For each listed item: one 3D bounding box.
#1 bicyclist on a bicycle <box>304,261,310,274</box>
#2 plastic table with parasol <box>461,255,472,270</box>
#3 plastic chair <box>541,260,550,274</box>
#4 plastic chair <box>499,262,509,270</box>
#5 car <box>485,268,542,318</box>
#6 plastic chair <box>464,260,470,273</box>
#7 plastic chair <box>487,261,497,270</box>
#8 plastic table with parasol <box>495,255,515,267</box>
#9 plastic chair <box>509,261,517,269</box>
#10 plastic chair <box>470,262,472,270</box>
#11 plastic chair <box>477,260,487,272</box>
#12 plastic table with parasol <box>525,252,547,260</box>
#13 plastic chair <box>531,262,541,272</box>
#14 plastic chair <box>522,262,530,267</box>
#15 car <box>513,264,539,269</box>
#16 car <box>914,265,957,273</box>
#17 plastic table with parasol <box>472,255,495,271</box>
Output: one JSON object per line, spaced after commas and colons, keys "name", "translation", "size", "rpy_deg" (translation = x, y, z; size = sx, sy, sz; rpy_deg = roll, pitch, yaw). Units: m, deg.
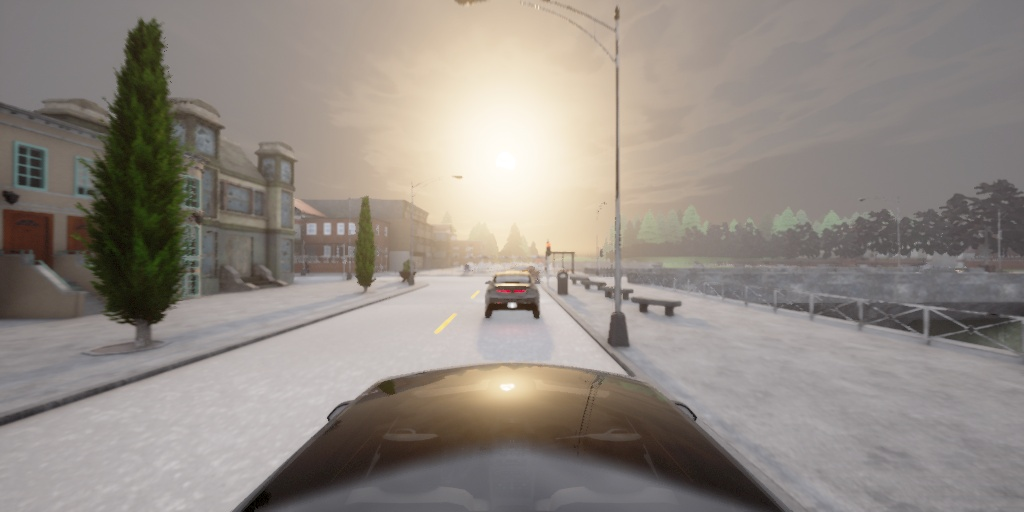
{"name": "bicyclist on a bicycle", "translation": [-24.207, 1.407, 42.232], "size": [0.582, 1.620, 1.656], "rpy_deg": [0, 0, 0]}
{"name": "plastic table with parasol", "translation": [-7.154, 1.123, 60.449], "size": [2.482, 2.480, 2.482], "rpy_deg": [0, 0, 0]}
{"name": "plastic chair", "translation": [4.819, 1.671, 52.944], "size": [0.730, 1.272, 0.750], "rpy_deg": [0, 0, 0]}
{"name": "plastic chair", "translation": [-1.284, 1.722, 59.641], "size": [0.750, 1.272, 0.730], "rpy_deg": [0, 0, 0]}
{"name": "car", "translation": [0.029, 1.340, 13.457], "size": [1.837, 1.490, 4.892], "rpy_deg": [0, -2, 0]}
{"name": "plastic chair", "translation": [-7.080, 1.718, 59.271], "size": [0.750, 1.272, 0.730], "rpy_deg": [0, 0, -1]}
{"name": "plastic chair", "translation": [-2.981, 1.676, 53.741], "size": [0.730, 1.272, 0.750], "rpy_deg": [0, 0, 0]}
{"name": "plastic table with parasol", "translation": [-1.234, 1.127, 60.841], "size": [2.482, 2.480, 2.482], "rpy_deg": [0, 0, 0]}
{"name": "plastic chair", "translation": [0.116, 1.730, 60.742], "size": [0.730, 1.272, 0.750], "rpy_deg": [0, 0, 0]}
{"name": "plastic chair", "translation": [-5.581, 1.678, 53.940], "size": [0.730, 1.272, 0.750], "rpy_deg": [0, 0, 0]}
{"name": "plastic chair", "translation": [-4.380, 1.668, 52.640], "size": [0.750, 1.272, 0.730], "rpy_deg": [0, 0, 0]}
{"name": "plastic table with parasol", "translation": [3.559, 1.068, 53.114], "size": [2.482, 2.480, 2.482], "rpy_deg": [0, 0, 0]}
{"name": "plastic chair", "translation": [3.420, 1.662, 51.844], "size": [0.750, 1.272, 0.730], "rpy_deg": [0, 0, 0]}
{"name": "plastic chair", "translation": [2.219, 1.672, 53.143], "size": [0.730, 1.272, 0.750], "rpy_deg": [0, 0, 0]}
{"name": "car", "translation": [1.115, 1.446, 30.313], "size": [1.882, 1.535, 5.008], "rpy_deg": [-1, 0, 17]}
{"name": "car", "translation": [44.205, 1.594, 38.019], "size": [4.181, 1.385, 1.994], "rpy_deg": [0, 0, 1]}
{"name": "plastic table with parasol", "translation": [-4.261, 1.073, 53.860], "size": [2.482, 2.480, 2.482], "rpy_deg": [0, 0, 0]}
